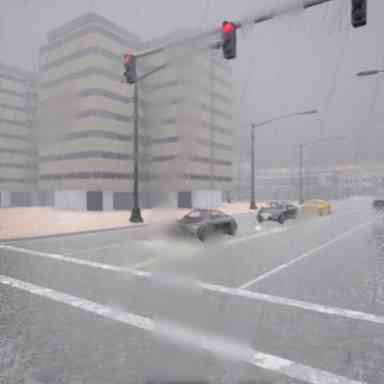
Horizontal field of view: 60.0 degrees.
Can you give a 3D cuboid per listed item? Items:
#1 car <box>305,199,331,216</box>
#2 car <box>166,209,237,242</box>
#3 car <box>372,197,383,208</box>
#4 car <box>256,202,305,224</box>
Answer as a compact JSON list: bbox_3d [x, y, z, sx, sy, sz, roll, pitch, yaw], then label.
[{"bbox_3d":[12.449,1.488,33.289,1.882,1.535,5.008,0,0,35],"label":"car"},{"bbox_3d":[0.577,1.576,16.563,1.994,1.385,4.181,0,0,35],"label":"car"},{"bbox_3d":[27.131,1.481,47.627,1.882,1.535,5.008,0,0,35],"label":"car"},{"bbox_3d":[6.441,1.503,24.835,2.128,1.511,4.902,0,0,35],"label":"car"}]
